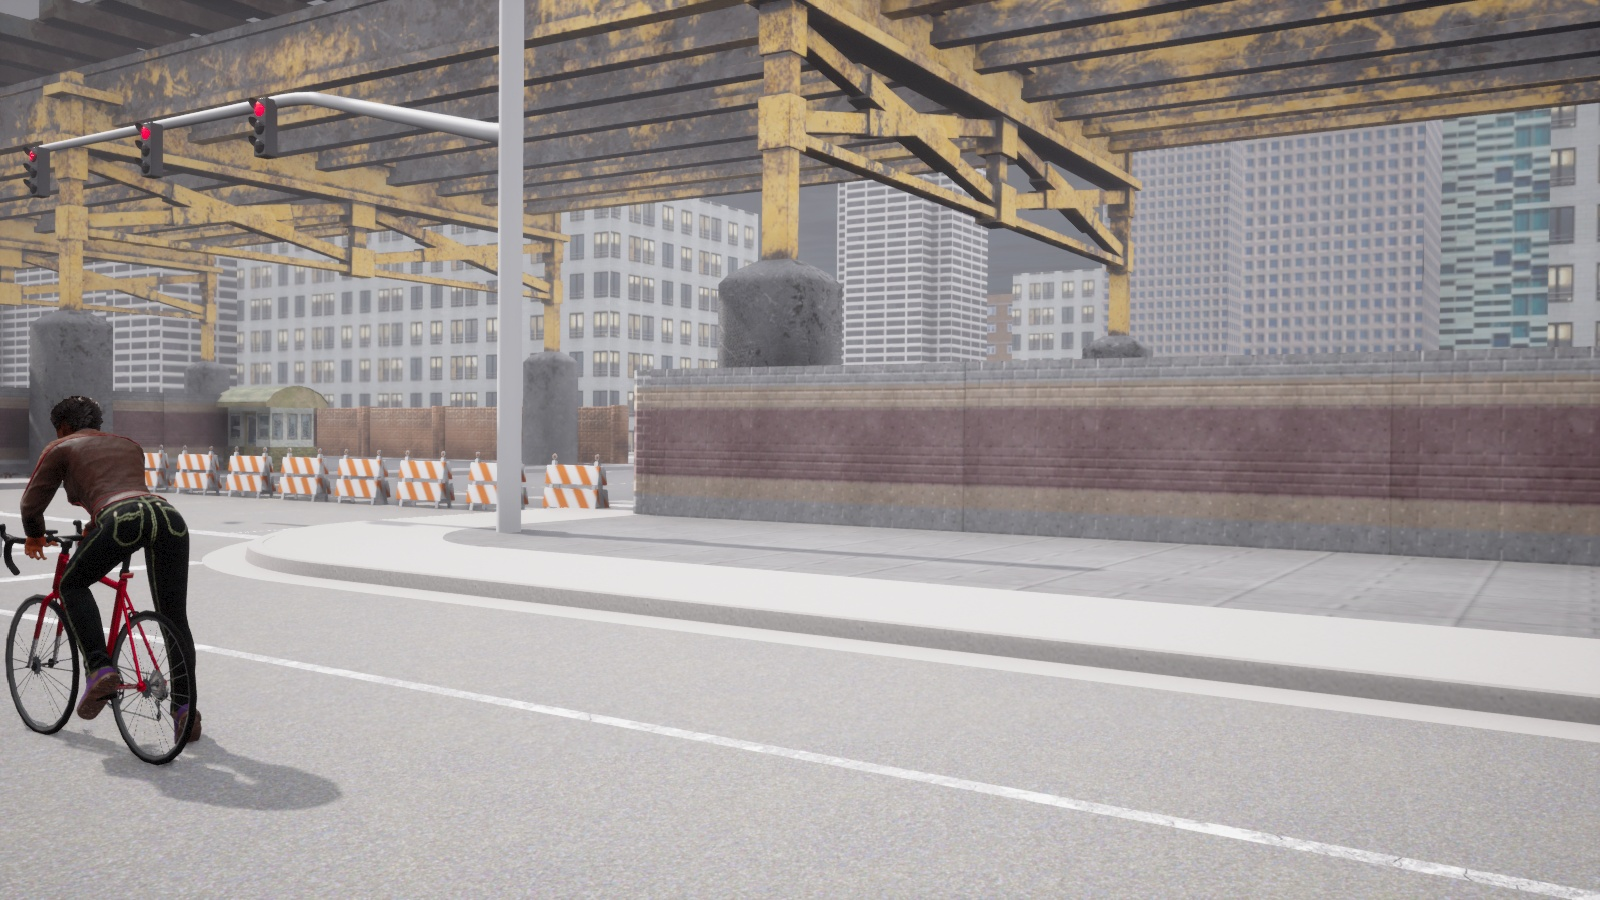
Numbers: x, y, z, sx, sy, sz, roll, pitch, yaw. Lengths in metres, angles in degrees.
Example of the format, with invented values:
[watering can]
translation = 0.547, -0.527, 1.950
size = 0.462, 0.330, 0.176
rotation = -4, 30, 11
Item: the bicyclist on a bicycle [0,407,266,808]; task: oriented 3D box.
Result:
[bicyclist on a bicycle]
translation = -3.227, 0.635, 5.764
size = 1.656, 1.620, 0.582
rotation = 0, 1, 34
